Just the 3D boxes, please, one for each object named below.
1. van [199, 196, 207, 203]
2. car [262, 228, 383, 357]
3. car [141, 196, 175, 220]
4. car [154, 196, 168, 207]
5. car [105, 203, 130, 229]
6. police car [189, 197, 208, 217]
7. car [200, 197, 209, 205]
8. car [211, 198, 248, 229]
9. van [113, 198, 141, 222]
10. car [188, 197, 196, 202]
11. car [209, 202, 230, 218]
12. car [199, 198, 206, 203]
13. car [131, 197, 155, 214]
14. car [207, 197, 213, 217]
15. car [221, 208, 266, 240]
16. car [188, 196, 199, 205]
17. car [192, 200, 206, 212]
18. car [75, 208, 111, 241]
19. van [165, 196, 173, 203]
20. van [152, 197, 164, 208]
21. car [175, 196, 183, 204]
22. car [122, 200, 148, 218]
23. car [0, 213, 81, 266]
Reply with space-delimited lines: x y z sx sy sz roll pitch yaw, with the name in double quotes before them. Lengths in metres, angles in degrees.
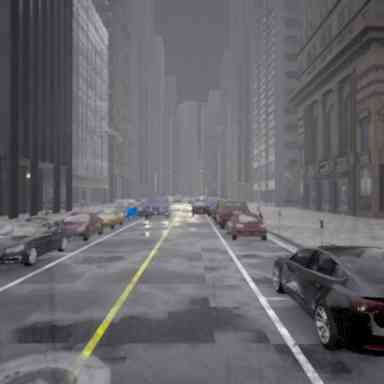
"van" 2.764 1.964 84.639 1.690 1.788 3.998 0 0 0
"car" 2.764 1.609 6.112 1.947 1.339 4.313 0 0 0
"car" -3.098 1.448 31.216 2.150 2.045 5.566 0 -1 0
"car" -5.761 1.768 62.193 2.192 1.841 5.009 0 0 0
"car" -5.761 1.688 22.757 1.752 1.417 4.829 0 0 0
"police car" 0.901 1.676 34.829 1.930 1.638 5.238 0 0 0
"car" 2.764 1.978 73.420 1.967 1.590 4.097 0 0 0
"car" 2.764 1.478 22.940 2.192 1.841 5.009 0 0 0
"van" -5.761 1.545 28.537 1.690 1.788 3.998 0 0 0
"car" 0.002 2.111 91.387 1.994 1.385 4.181 0 0 0
"car" 2.764 1.772 34.327 1.752 1.417 4.829 0 0 0
"car" 2.764 2.210 90.247 1.887 1.381 4.507 0 0 0
"car" -5.761 1.602 39.756 2.192 1.841 5.009 0 0 0
"car" 2.764 1.519 28.550 2.192 1.841 5.009 0 0 0
"car" 2.764 1.705 17.330 1.802 1.307 4.206 0 0 0
"car" 0.001 1.906 70.384 2.033 1.411 5.357 0 0 0
"car" 0.901 1.849 44.718 1.812 1.442 4.674 0 0 0
"car" -5.761 1.705 17.317 1.802 1.307 4.206 0 0 0
"van" -5.761 1.964 84.631 1.690 1.788 3.998 0 0 0
"van" -5.761 1.752 56.584 1.690 1.788 3.998 0 0 0
"car" -2.999 1.984 71.416 1.895 1.301 4.718 0 0 0
"car" -5.761 1.686 34.146 1.967 1.590 4.097 0 0 0
"car" -5.761 1.633 11.708 2.008 1.369 4.403 0 0 0
